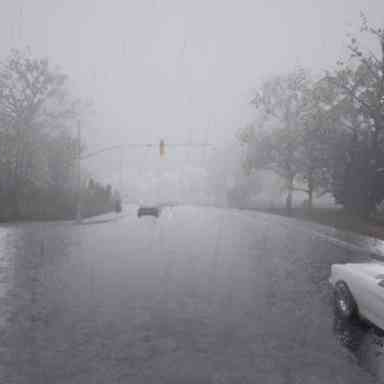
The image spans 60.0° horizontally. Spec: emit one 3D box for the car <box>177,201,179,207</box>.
[{"bbox_3d":[-4.391,2.425,72.035,2.128,1.511,4.902,0,-1,-22],"label":"car"}]

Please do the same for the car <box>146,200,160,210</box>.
[{"bbox_3d":[-6.176,1.980,52.084,1.837,1.490,4.892,0,-1,-10],"label":"car"}]

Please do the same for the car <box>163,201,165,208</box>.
[{"bbox_3d":[-4.713,1.720,41.474,1.882,1.535,5.008,0,-1,-6],"label":"car"}]

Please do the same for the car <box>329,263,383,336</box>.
[{"bbox_3d":[3.603,1.604,4.416,1.895,1.301,4.718,0,0,0],"label":"car"}]

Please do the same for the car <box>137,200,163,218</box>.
[{"bbox_3d":[-4.001,1.575,31.591,1.882,1.535,5.008,0,-1,-3],"label":"car"}]

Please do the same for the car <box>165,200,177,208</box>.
[{"bbox_3d":[-4.938,2.310,62.777,1.895,1.301,4.718,0,-1,-19],"label":"car"}]
